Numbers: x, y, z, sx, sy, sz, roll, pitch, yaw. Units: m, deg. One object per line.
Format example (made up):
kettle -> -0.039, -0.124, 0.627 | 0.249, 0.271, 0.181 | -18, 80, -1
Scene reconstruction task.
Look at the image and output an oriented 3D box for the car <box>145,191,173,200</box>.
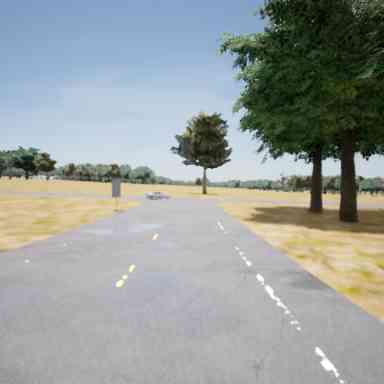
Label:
car -> -5.532, 0.595, 56.381 | 4.674, 1.442, 1.812 | 3, 1, 1
